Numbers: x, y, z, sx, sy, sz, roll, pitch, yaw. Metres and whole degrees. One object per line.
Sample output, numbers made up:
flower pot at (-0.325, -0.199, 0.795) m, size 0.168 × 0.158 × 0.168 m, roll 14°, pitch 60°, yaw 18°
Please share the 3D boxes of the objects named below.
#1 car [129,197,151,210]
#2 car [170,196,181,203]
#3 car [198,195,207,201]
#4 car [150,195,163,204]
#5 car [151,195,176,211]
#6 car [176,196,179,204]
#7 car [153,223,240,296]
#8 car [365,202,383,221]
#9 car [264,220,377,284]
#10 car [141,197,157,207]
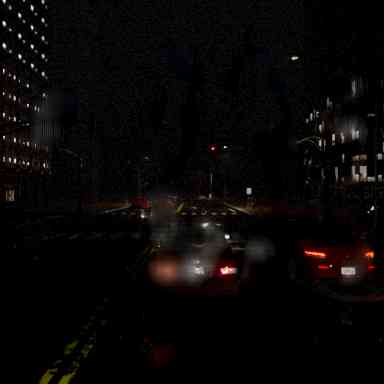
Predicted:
car at (-6.650, 1.443, 42.198) m, size 1.882 × 1.535 × 5.008 m, roll 0°, pitch 0°, yaw 0°
car at (-3.422, 1.473, 69.121) m, size 1.994 × 1.385 × 4.181 m, roll 0°, pitch 0°, yaw -1°
car at (2.542, 1.393, 82.803) m, size 1.812 × 1.442 × 4.674 m, roll 0°, pitch 0°, yaw -4°
car at (-6.664, 1.429, 62.483) m, size 1.837 × 1.490 × 4.892 m, roll 0°, pitch 0°, yaw 0°
car at (-3.396, 1.320, 40.576) m, size 2.097 × 1.767 × 4.553 m, roll 0°, pitch 0°, yaw 0°
car at (-3.405, 1.456, 49.468) m, size 1.837 × 1.490 × 4.892 m, roll 0°, pitch 0°, yaw 0°
car at (0.089, 1.544, 8.824) m, size 2.033 × 1.411 × 5.357 m, roll 0°, pitch 0°, yaw 0°
car at (16.990, 1.280, 26.660) m, size 5.566 × 2.045 × 2.150 m, roll 0°, pitch 0°, yaw 3°
car at (3.338, 1.522, 9.408) m, size 1.812 × 1.442 × 4.674 m, roll 0°, pitch 0°, yaw 0°
car at (-6.662, 1.471, 52.119) m, size 1.812 × 1.442 × 4.674 m, roll 0°, pitch 0°, yaw 0°
